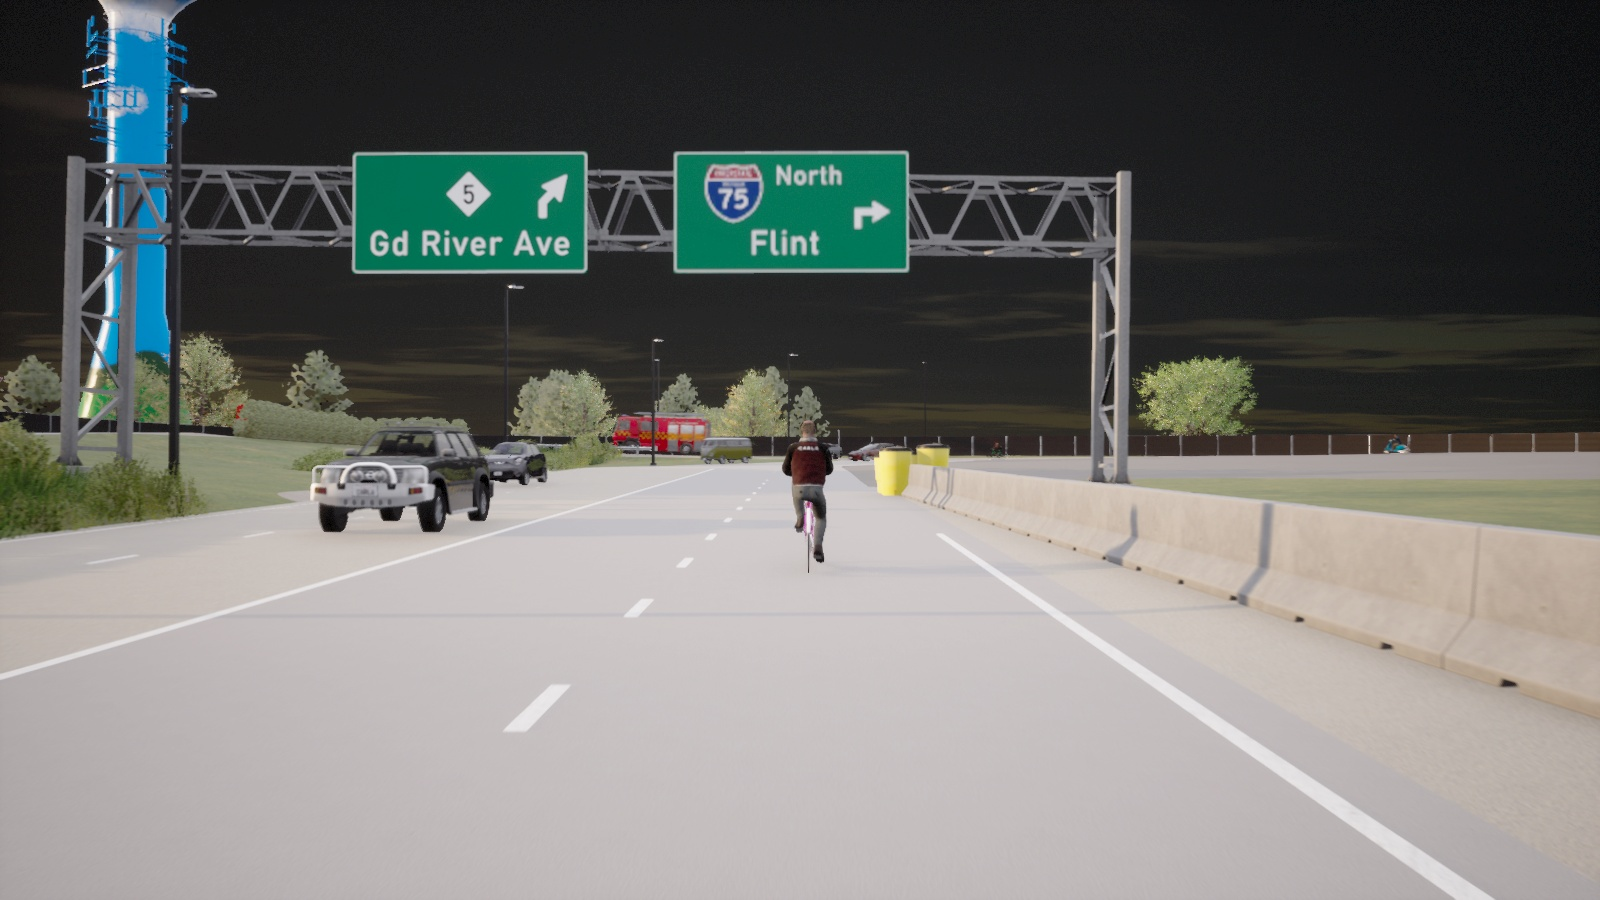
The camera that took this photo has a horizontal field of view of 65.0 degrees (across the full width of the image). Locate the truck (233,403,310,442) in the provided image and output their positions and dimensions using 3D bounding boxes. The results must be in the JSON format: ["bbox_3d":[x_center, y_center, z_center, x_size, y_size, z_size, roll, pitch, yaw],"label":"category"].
[{"bbox_3d":[-38.176,-1.940,90.899,2.627,2.467,5.204,0,-2,12],"label":"truck"}]

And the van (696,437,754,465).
[{"bbox_3d":[-5.568,0.063,93.663,1.775,1.987,4.442,-1,0,39],"label":"van"}]

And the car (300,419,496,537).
[{"bbox_3d":[-6.858,0.425,21.990,1.932,1.855,4.605,0,0,0],"label":"car"}]

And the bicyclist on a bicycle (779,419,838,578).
[{"bbox_3d":[0.101,0.533,14.960,0.659,1.776,1.843,0,1,0],"label":"bicyclist on a bicycle"}]

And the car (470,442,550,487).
[{"bbox_3d":[-10.109,0.479,44.040,1.845,1.501,3.633,0,0,3],"label":"car"}]
